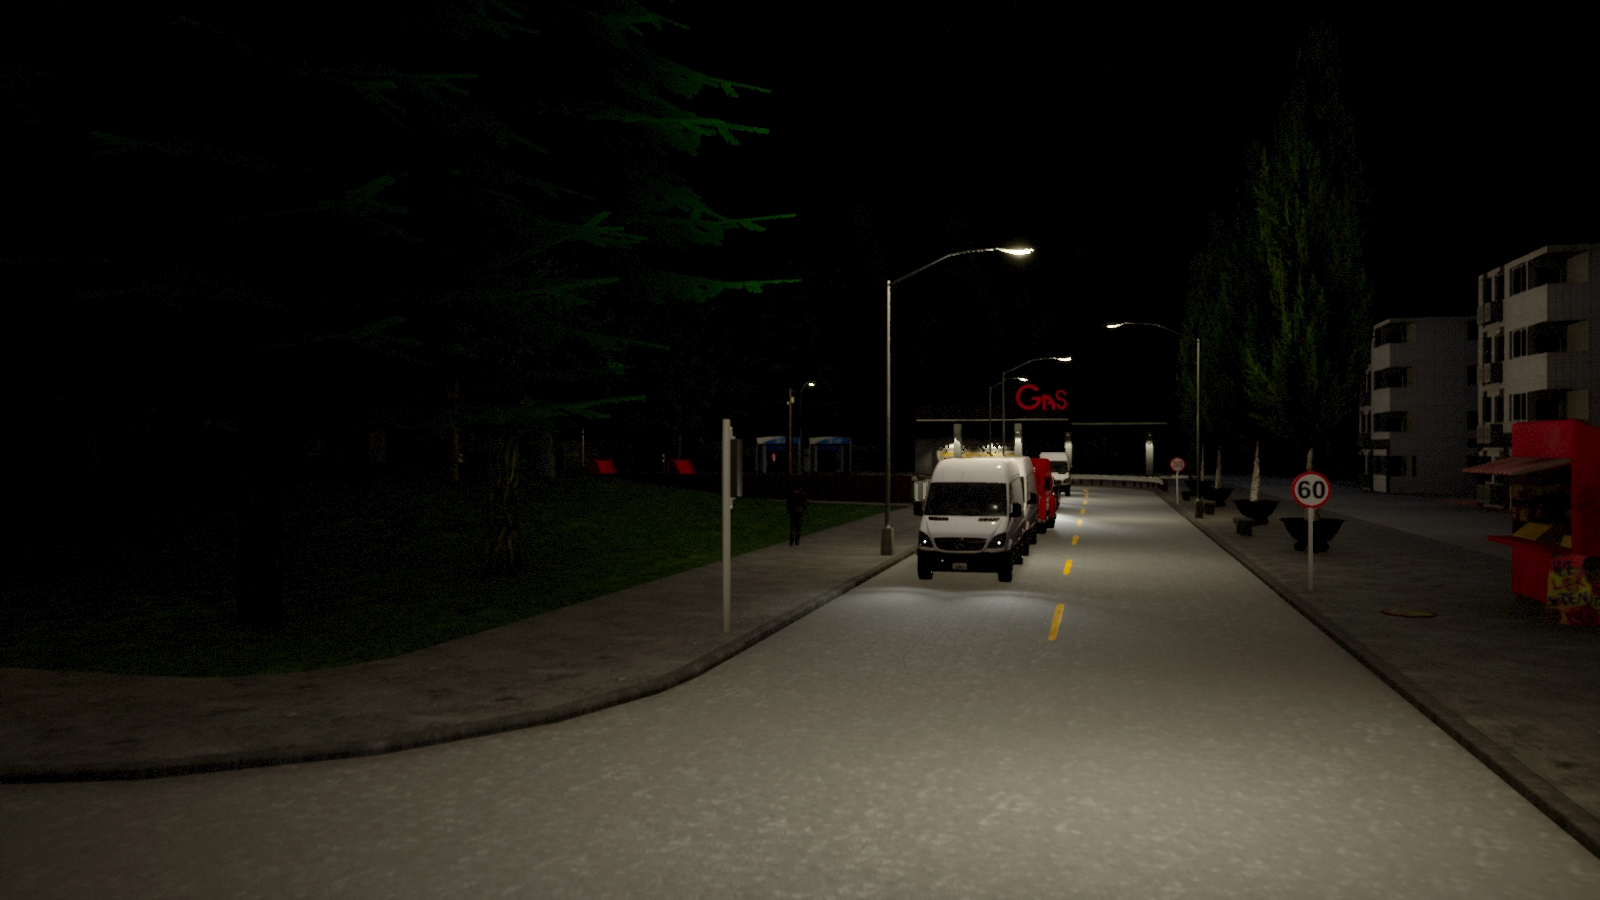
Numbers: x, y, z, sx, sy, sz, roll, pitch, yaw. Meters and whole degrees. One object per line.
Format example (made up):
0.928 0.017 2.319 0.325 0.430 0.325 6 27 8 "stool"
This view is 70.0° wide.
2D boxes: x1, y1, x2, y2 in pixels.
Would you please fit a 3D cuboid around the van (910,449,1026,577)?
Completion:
3.977 1.266 26.087 1.988 2.561 5.915 0 0 15 "van"

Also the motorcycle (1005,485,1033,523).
7.764 1.889 40.382 0.856 1.236 1.805 0 0 15 "motorcycle"

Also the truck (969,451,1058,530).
7.353 1.277 38.891 2.627 2.467 5.204 0 0 15 "truck"

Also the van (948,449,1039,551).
5.489 1.256 31.829 1.988 2.561 5.915 0 0 15 "van"

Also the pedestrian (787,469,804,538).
-0.117 1.466 31.297 0.375 1.860 0.375 0 0 15 "pedestrian"
